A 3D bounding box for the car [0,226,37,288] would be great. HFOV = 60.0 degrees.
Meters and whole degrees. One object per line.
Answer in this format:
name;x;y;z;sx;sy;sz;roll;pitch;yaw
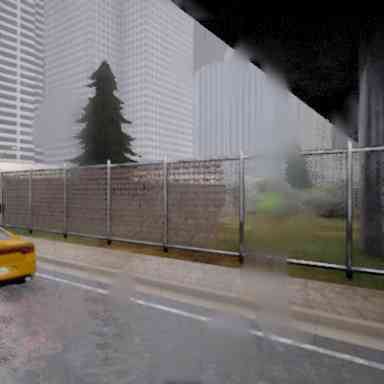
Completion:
car;-5.831;1.448;8.156;5.008;1.535;1.882;0;0;36
